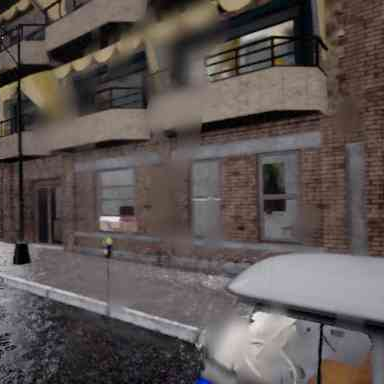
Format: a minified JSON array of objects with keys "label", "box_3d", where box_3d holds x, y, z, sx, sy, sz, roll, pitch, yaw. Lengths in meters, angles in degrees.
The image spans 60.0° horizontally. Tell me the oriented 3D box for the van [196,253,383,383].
[{"label":"van","box_3d":[1.821,1.335,1.597,3.998,1.788,1.690,-1,-1,36]}]
